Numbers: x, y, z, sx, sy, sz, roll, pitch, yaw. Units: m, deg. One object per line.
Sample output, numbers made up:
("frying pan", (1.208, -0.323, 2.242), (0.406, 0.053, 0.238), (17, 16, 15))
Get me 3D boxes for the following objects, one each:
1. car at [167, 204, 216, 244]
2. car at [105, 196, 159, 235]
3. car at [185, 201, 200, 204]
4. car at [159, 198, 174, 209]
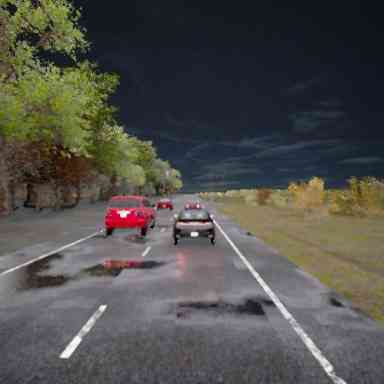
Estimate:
("car", (0.099, 1.530, 16.056), (2.128, 1.511, 4.902), (0, 0, 0))
("car", (-3.401, 1.265, 19.162), (2.150, 2.045, 5.566), (0, 0, 0))
("car", (0.100, 1.688, 39.876), (1.895, 1.301, 4.718), (0, 0, 0))
("car", (-3.399, 1.571, 43.127), (1.882, 1.535, 5.008), (0, 0, 0))
